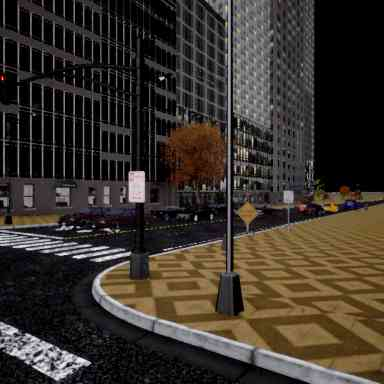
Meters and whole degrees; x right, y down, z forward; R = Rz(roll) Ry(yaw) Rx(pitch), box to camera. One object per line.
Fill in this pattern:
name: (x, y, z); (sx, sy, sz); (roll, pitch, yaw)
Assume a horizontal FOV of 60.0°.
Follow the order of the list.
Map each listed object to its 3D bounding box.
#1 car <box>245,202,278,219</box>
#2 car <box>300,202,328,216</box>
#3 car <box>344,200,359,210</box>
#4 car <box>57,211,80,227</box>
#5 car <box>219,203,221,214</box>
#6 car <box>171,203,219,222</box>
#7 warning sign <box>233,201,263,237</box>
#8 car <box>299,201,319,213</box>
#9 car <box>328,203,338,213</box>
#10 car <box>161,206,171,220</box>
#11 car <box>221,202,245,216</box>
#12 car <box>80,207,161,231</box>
car: (8.205, 2.158, 37.567); (2.128, 1.511, 4.902); (0, -1, 33)
car: (16.288, 2.354, 44.210); (1.837, 1.490, 4.892); (0, -1, 33)
car: (31.485, 2.537, 65.764); (2.150, 2.045, 5.566); (0, -1, 33)
car: (-7.535, 1.873, 25.518); (2.033, 1.411, 5.357); (0, -1, 33)
car: (3.062, 2.167, 41.934); (2.128, 1.511, 4.902); (0, -1, 33)
car: (0.396, 2.006, 31.820); (1.837, 1.490, 4.892); (0, -1, 33)
warning sign: (3.112, 1.454, 18.562); (1.300, 1.860, 1.060); (1, 1, 33)
car: (19.315, 2.383, 54.820); (2.097, 1.767, 4.553); (0, -1, 33)
car: (21.886, 2.510, 52.975); (1.882, 1.535, 5.008); (0, -1, 33)
car: (-2.338, 2.098, 33.577); (1.895, 1.301, 4.718); (0, -1, 33)
car: (5.866, 2.034, 40.284); (2.097, 1.767, 4.553); (0, -1, 33)
car: (-4.883, 1.874, 23.634); (2.033, 1.411, 5.357); (0, -1, 33)
